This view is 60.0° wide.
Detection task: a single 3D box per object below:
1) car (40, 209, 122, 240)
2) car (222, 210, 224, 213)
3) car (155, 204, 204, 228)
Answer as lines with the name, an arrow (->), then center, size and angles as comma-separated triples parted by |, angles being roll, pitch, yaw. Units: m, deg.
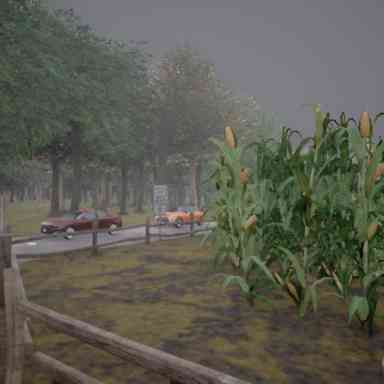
car -> -6.352, 1.808, 19.575 | 1.882, 1.535, 5.008 | 0, -1, 34
car -> 4.454, 2.250, 34.771 | 1.882, 1.535, 5.008 | 0, -1, 36
car -> -0.971, 1.903, 27.194 | 2.097, 1.767, 4.553 | 0, -1, 36
